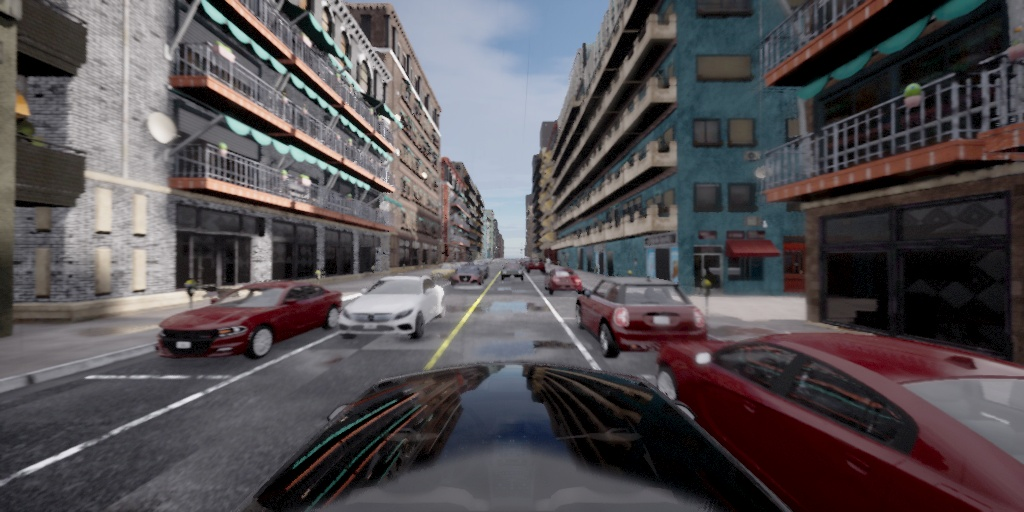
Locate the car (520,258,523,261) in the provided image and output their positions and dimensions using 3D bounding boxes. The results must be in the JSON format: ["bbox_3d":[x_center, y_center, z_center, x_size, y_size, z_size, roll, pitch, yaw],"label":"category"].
[{"bbox_3d":[0.108,1.288,47.517,1.994,1.385,4.181,0,0,0],"label":"car"}]

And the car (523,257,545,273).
[{"bbox_3d":[2.723,1.040,41.570,2.192,1.841,5.009,0,0,0],"label":"car"}]

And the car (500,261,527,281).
[{"bbox_3d":[0.039,1.333,30.017,1.895,1.301,4.718,0,0,0],"label":"car"}]

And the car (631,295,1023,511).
[{"bbox_3d":[2.694,1.294,2.904,1.888,1.381,4.507,0,0,0],"label":"car"}]

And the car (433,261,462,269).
[{"bbox_3d":[-5.667,1.258,30.372,1.751,1.417,4.829,0,0,0],"label":"car"}]

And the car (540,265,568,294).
[{"bbox_3d":[2.706,1.320,19.475,1.802,1.307,4.207,0,0,0],"label":"car"}]

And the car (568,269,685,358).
[{"bbox_3d":[2.698,1.185,8.428,1.967,1.591,4.097,0,0,0],"label":"car"}]

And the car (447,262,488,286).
[{"bbox_3d":[-2.986,1.303,24.914,1.994,1.385,4.181,0,0,0],"label":"car"}]

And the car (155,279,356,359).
[{"bbox_3d":[-5.683,1.291,8.448,1.888,1.381,4.507,0,0,0],"label":"car"}]

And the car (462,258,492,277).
[{"bbox_3d":[-2.989,1.223,32.047,2.128,1.511,4.902,0,0,0],"label":"car"}]

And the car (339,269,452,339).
[{"bbox_3d":[-3.092,1.270,10.185,1.812,1.442,4.674,0,0,0],"label":"car"}]
